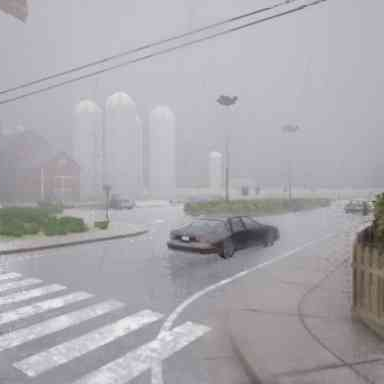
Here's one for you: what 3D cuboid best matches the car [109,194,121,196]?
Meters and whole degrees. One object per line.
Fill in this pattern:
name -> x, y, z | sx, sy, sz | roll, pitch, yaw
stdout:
car -> -13.295, 1.321, 59.323 | 3.866, 1.878, 1.905 | 0, 0, 35

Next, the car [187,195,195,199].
car -> 0.526, 1.489, 79.195 | 4.611, 1.667, 2.242 | 0, 0, 35

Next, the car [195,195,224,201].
car -> 3.405, 1.317, 60.121 | 4.605, 1.855, 1.932 | 0, 0, 35

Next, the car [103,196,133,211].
car -> -9.283, 1.526, 41.564 | 3.905, 1.438, 1.784 | 0, 0, 35

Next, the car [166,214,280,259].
car -> 1.408, 1.549, 12.692 | 2.033, 1.411, 5.357 | 0, 0, 40

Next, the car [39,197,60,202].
car -> -20.526, 1.513, 47.930 | 4.193, 1.474, 1.816 | 0, 0, 35

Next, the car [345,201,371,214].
car -> 17.356, 1.603, 34.676 | 1.895, 1.301, 4.718 | 0, 0, 35
